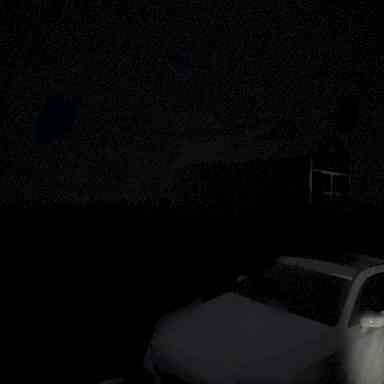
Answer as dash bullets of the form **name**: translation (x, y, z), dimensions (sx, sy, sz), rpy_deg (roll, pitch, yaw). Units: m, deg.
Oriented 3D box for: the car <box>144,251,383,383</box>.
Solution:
- **car**: translation (1.669, 1.575, 4.279), dimensions (4.674, 1.442, 1.812), rpy_deg (1, -1, -36)
